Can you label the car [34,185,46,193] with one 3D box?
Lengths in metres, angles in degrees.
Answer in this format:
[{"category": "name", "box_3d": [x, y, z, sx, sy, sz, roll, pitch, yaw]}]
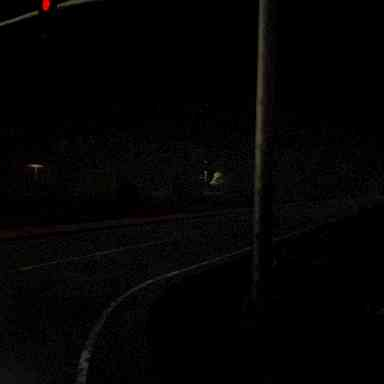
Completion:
[{"category": "car", "box_3d": [-35.560, -0.622, 78.077, 1.905, 1.878, 3.866, 7, 1, -12]}]
